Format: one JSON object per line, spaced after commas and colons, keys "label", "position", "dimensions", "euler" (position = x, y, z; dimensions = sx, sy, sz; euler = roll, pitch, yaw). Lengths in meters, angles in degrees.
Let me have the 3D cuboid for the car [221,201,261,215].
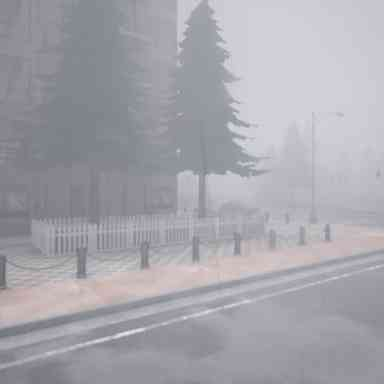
{"label": "car", "position": [4.673, 1.550, 32.382], "dimensions": [1.994, 1.385, 4.181], "euler": [0, 0, -35]}
